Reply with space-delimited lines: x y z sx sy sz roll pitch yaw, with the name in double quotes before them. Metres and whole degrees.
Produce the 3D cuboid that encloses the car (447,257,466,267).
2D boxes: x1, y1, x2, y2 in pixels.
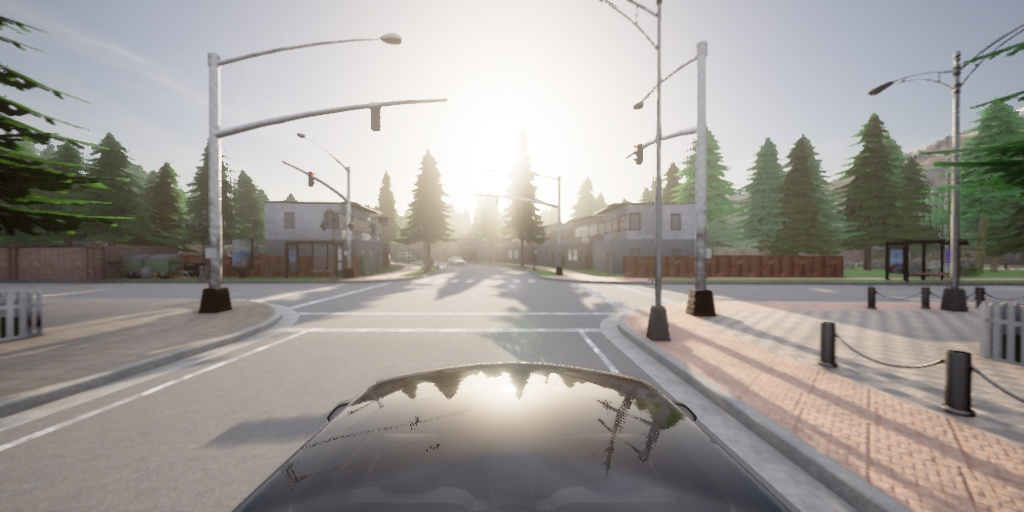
"car" -7.970 0.823 51.489 1.812 1.442 4.674 0 1 -24
